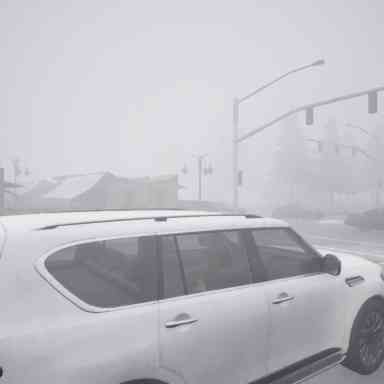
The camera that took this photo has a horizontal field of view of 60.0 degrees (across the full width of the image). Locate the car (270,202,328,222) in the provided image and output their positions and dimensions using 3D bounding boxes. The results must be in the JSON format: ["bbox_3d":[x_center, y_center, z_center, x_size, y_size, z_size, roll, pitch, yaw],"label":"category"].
[{"bbox_3d":[8.705,1.564,27.346,1.994,1.385,4.181,0,0,-39],"label":"car"}]

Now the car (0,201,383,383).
[{"bbox_3d":[0.183,1.221,3.944,5.566,2.045,2.150,0,0,-35],"label":"car"}]

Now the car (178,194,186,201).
[{"bbox_3d":[-2.467,1.221,41.894,2.150,2.045,5.566,0,0,-37],"label":"car"}]
